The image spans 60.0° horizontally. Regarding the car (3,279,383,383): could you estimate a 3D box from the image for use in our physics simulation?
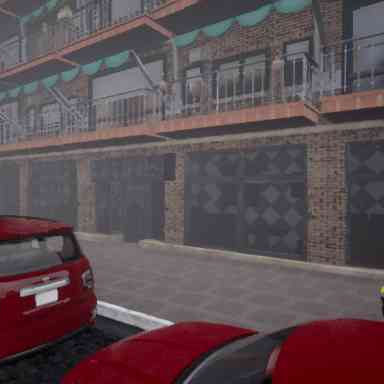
[{"bbox_3d":[0.982,1.542,1.968,4.507,1.381,1.887,0,1,36],"label":"car"}]

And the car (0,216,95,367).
[{"bbox_3d":[-3.630,1.312,5.255,5.009,1.841,2.192,0,1,36],"label":"car"}]
